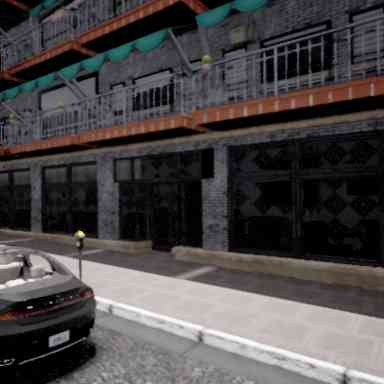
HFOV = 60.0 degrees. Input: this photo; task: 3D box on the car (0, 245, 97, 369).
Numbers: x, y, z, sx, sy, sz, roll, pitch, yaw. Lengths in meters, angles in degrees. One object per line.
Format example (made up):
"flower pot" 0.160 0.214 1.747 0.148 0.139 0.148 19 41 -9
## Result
"car" -3.379 1.534 5.300 4.403 1.369 2.008 0 -1 36
